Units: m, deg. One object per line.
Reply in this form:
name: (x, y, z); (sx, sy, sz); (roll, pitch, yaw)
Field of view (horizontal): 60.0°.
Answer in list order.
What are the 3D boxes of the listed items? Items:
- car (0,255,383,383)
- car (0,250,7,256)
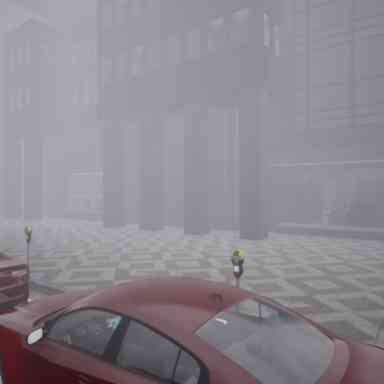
car: (-0.403, 1.547, 3.252); (4.507, 1.381, 1.887); (0, 0, 36)
car: (-4.987, 1.552, 6.530); (4.507, 1.381, 1.887); (0, 0, 36)
